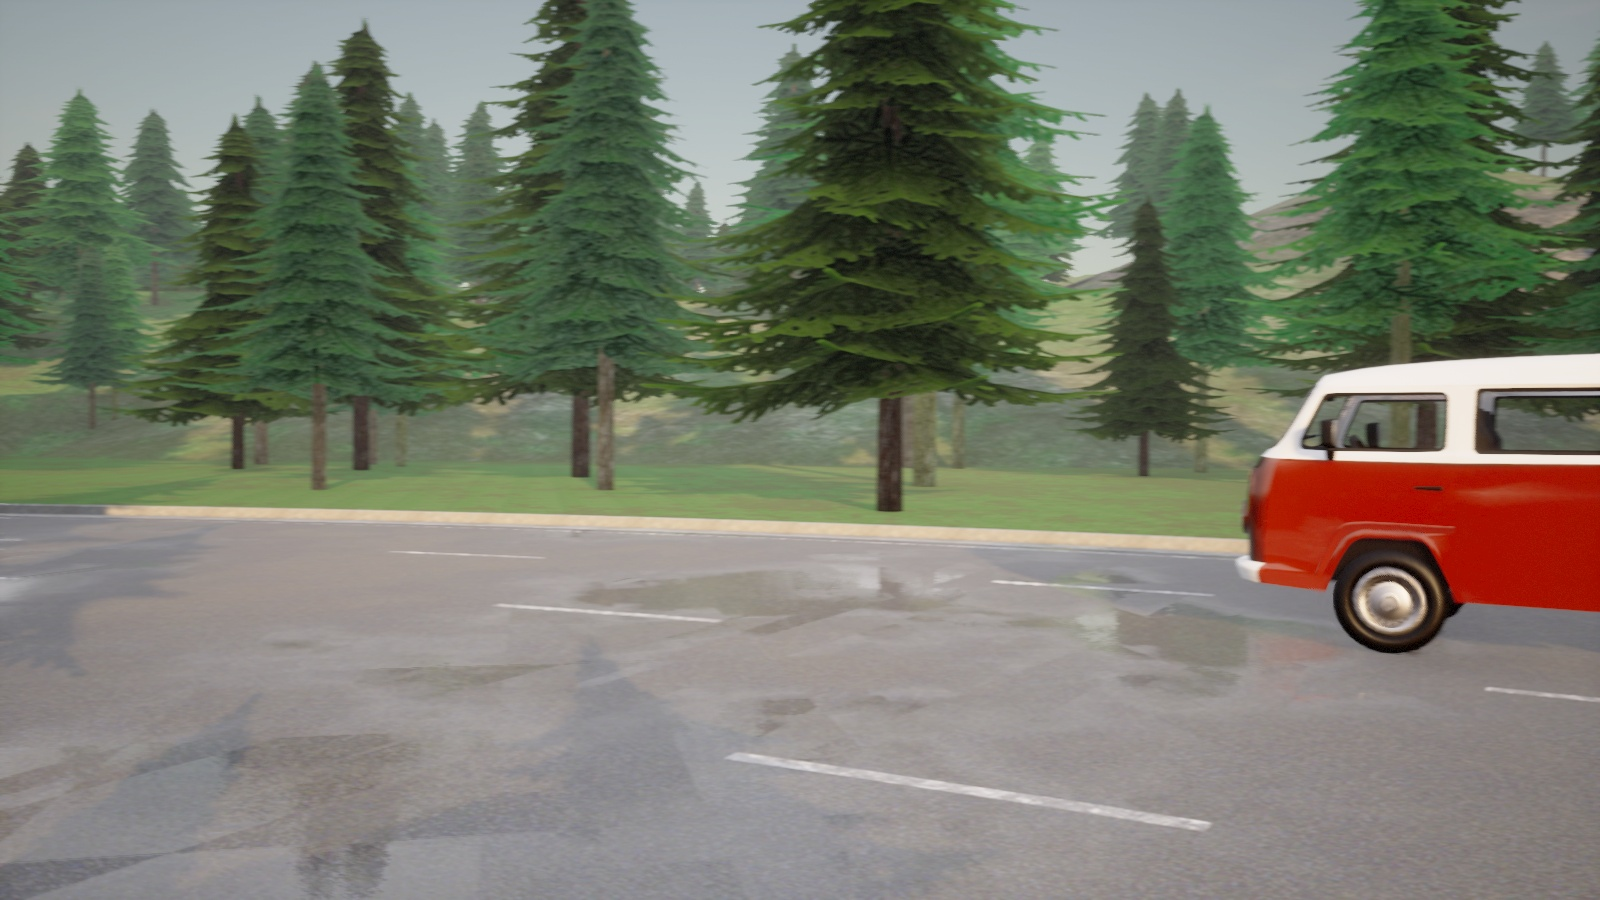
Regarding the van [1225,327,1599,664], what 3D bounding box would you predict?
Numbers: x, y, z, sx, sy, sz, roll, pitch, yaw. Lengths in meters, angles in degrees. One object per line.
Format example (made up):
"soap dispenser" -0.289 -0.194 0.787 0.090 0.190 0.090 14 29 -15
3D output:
"van" 5.417 0.265 8.439 4.480 2.038 2.069 0 1 33
